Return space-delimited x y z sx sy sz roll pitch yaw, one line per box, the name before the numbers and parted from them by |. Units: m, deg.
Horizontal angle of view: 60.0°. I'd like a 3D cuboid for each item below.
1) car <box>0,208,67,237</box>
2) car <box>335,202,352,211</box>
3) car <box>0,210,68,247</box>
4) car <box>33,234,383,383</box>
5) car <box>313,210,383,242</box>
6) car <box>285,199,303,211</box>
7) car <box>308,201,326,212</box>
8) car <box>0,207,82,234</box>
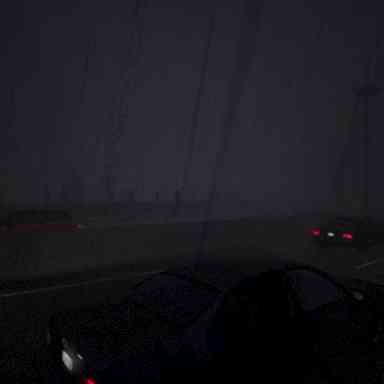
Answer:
car | -10.027 1.652 18.485 5.357 1.411 2.033 1 -1 -38
car | 20.830 2.125 45.533 1.994 1.385 4.181 0 -1 26
car | -8.686 1.629 15.107 5.357 1.411 2.033 1 -1 -37
car | 0.845 1.595 4.560 5.357 1.411 2.033 1 -1 -38
car | 7.187 1.732 14.690 5.357 1.411 2.033 1 -1 -45
car | 15.602 1.927 50.763 2.097 1.767 4.553 0 -1 25
car | 17.697 2.080 47.069 1.812 1.442 4.674 0 -1 26
car | -6.520 1.424 12.470 4.553 1.767 2.097 1 -1 -38
